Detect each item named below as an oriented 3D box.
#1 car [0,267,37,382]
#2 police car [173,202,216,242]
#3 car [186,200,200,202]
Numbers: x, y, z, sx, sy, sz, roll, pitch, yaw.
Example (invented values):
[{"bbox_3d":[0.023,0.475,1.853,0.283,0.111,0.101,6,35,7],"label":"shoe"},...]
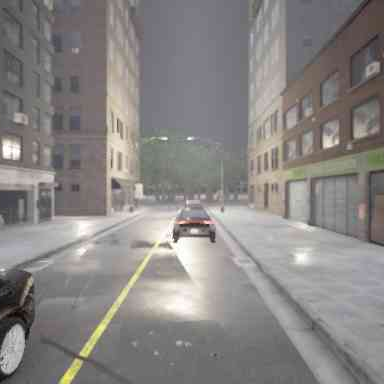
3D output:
[{"bbox_3d":[-3.099,1.477,2.596,1.882,1.535,5.008,0,0,0],"label":"car"},{"bbox_3d":[0.103,1.502,16.561,2.038,1.542,4.974,0,0,0],"label":"police car"},{"bbox_3d":[0.105,1.490,32.940,2.128,1.511,4.902,0,0,0],"label":"car"}]
